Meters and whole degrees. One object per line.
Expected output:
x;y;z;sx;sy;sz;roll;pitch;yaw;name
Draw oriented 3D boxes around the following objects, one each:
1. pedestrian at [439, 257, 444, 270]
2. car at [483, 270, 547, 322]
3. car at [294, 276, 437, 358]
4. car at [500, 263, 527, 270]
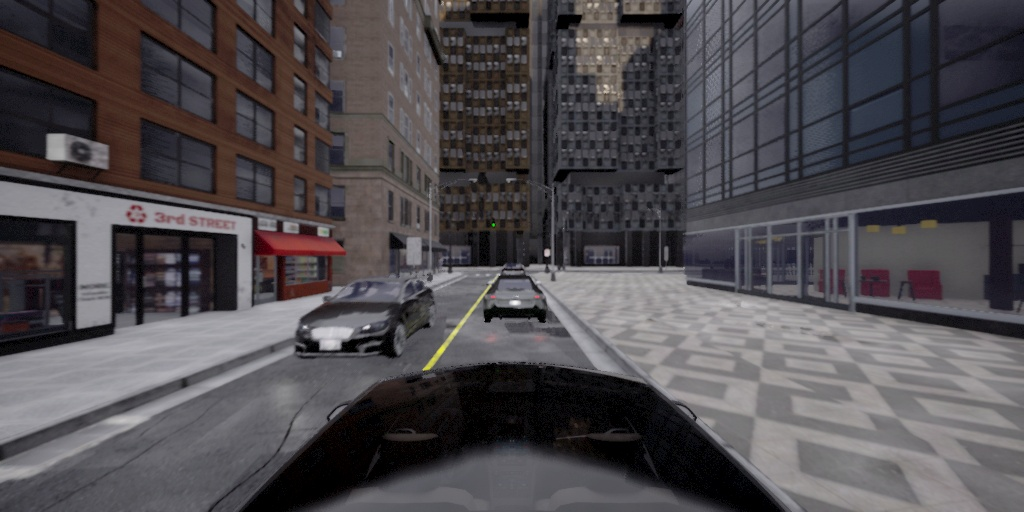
-9.915;1.006;50.284;0.375;1.860;0.375;0;0;0;pedestrian
0.092;1.335;12.416;1.994;1.385;4.181;0;0;0;car
-3.102;1.255;8.568;2.128;1.511;4.902;0;0;0;car
0.085;1.295;27.261;2.128;1.511;4.902;0;0;0;car
